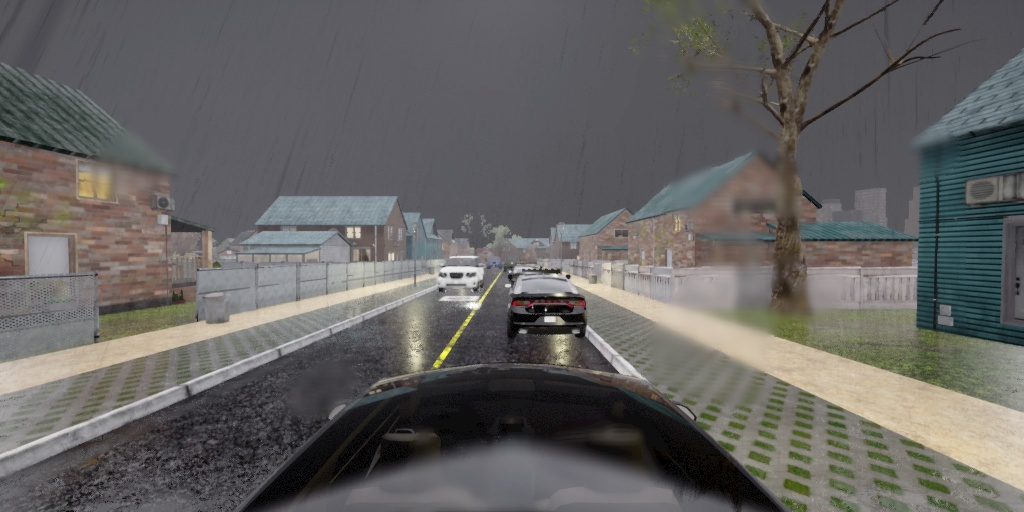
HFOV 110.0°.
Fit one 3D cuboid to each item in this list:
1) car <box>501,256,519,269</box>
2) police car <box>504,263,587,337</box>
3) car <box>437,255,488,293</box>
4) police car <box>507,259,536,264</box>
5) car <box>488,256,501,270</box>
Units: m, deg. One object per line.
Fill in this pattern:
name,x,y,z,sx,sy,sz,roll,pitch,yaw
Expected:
car,0.030,1.027,47.016,2.150,2.045,5.566,0,0,0
police car,0.827,1.174,10.368,1.930,1.638,5.238,0,0,0
car,-2.846,0.978,21.010,2.150,2.045,5.566,0,0,0
police car,0.829,1.182,20.370,1.930,1.638,5.238,0,0,0
car,-2.738,1.057,56.631,2.150,2.045,5.566,0,0,0
